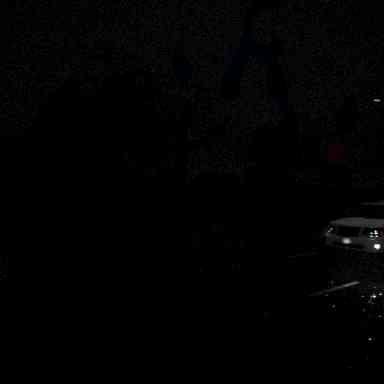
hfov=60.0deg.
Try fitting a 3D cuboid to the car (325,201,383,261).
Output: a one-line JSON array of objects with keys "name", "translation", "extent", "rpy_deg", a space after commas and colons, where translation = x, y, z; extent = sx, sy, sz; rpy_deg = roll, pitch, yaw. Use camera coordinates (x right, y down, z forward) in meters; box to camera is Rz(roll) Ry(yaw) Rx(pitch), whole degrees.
[{"name": "car", "translation": [7.585, 1.371, 13.086], "extent": [5.566, 2.045, 2.150], "rpy_deg": [1, 0, -35]}]
